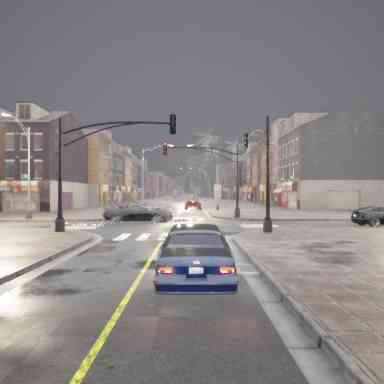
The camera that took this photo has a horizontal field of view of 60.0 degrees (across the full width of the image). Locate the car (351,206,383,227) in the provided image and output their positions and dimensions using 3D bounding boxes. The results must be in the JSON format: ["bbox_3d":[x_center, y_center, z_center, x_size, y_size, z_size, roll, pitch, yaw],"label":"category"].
[{"bbox_3d":[12.351,1.522,21.002,4.313,1.339,1.947,0,0,0],"label":"car"}]

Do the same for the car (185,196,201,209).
[{"bbox_3d":[0.116,1.382,45.993,2.097,1.767,4.553,0,0,0],"label":"car"}]

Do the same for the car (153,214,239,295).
[{"bbox_3d":[0.080,1.549,8.885,2.033,1.411,5.357,0,0,0],"label":"car"}]

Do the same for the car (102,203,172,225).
[{"bbox_3d":[-3.824,1.506,23.556,4.902,1.511,2.128,0,0,0],"label":"car"}]

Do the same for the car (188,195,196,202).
[{"bbox_3d":[0.002,1.548,75.819,1.882,1.535,5.008,0,0,0],"label":"car"}]
